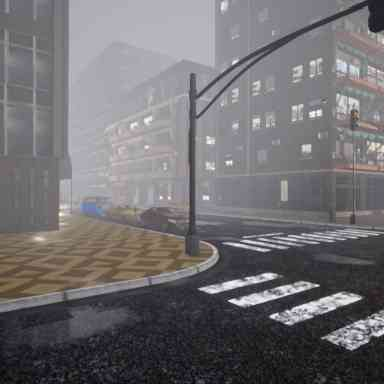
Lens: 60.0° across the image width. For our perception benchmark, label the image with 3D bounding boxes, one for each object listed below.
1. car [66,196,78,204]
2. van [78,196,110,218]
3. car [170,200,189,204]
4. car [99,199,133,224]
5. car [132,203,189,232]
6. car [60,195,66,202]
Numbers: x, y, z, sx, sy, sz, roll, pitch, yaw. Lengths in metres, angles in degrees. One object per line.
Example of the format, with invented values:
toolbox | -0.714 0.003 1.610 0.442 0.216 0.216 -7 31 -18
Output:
car | -21.368 1.448 61.681 1.752 1.417 4.829 0 0 -36
van | -8.262 1.266 29.049 1.690 1.788 3.998 0 0 -36
car | -1.554 1.488 34.073 1.752 1.417 4.829 0 0 -36
car | -4.861 1.459 24.309 1.752 1.417 4.829 0 0 -36
car | -1.659 1.526 19.846 1.802 1.307 4.206 0 0 -36
car | -27.873 1.361 70.745 1.967 1.590 4.097 0 0 -36
